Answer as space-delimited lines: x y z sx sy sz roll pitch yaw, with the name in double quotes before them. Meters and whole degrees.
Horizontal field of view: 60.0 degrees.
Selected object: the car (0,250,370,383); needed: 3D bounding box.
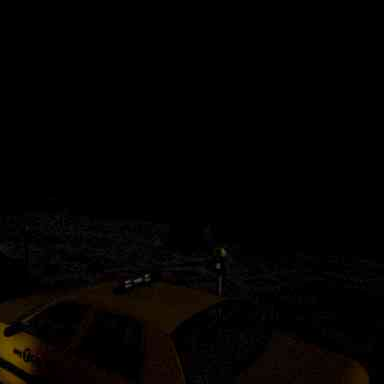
"car" -0.785 1.525 3.526 4.829 1.417 1.752 0 0 36
